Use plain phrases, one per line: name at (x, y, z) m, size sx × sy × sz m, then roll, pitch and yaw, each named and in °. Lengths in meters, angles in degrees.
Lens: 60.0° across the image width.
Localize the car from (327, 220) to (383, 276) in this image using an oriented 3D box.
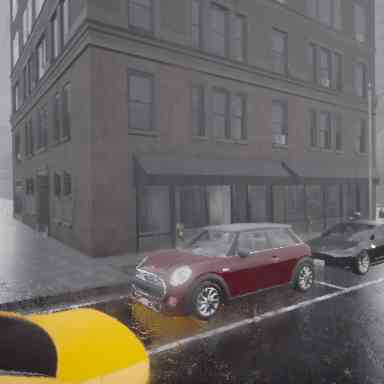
car at (5.246, 1.564, 10.358) m, size 4.313 × 1.339 × 1.947 m, roll 0°, pitch -1°, yaw -35°

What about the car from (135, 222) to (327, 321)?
car at (0.752, 1.439, 7.178) m, size 4.097 × 1.590 × 1.967 m, roll 0°, pitch -1°, yaw -35°

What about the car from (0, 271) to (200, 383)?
car at (-2.550, 1.478, 1.441) m, size 5.008 × 1.535 × 1.882 m, roll 0°, pitch 0°, yaw -35°
